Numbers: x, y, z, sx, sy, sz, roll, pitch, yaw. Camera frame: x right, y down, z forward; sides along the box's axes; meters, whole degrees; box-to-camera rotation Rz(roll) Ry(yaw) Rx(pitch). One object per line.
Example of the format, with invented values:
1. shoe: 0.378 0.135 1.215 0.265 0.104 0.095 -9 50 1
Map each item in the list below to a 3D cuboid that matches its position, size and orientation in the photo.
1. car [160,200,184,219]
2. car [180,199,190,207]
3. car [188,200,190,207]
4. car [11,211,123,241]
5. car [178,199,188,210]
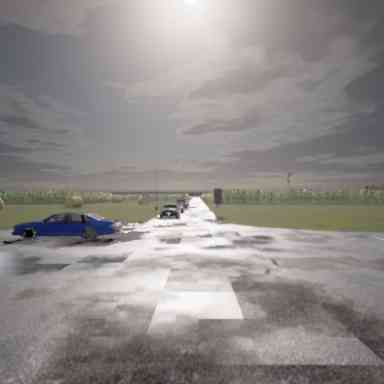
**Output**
1. car: -2.173 1.903 34.294 1.837 1.490 4.892 0 -1 2
2. car: -1.428 2.289 69.639 1.882 1.535 5.008 0 -1 1
3. car: -1.759 1.997 55.100 2.097 1.767 4.553 0 -1 1
4. car: -6.390 1.717 17.356 5.357 1.411 2.033 0 0 1
5. car: -1.963 2.071 44.918 2.033 1.411 5.357 0 -1 1
